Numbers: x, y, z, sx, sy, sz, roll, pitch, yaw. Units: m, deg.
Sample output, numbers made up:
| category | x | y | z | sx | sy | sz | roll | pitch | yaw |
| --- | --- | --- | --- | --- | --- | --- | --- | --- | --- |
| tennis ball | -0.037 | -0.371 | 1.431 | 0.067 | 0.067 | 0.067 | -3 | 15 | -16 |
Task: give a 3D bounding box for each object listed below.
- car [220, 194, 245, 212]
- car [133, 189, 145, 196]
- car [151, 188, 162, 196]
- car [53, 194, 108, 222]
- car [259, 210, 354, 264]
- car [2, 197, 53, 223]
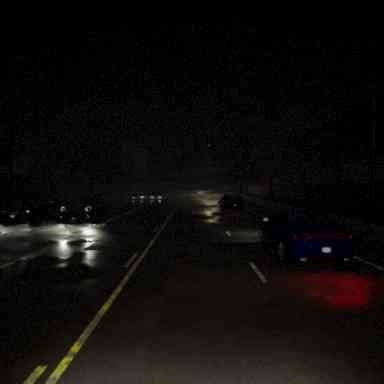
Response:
| category | x | y | z | sx | sy | sz | roll | pitch | yaw |
| --- | --- | --- | --- | --- | --- | --- | --- | --- | --- |
| car | 3.596 | 0.903 | 30.184 | 1.882 | 1.535 | 5.008 | 0 | 1 | 0 |
| car | -10.502 | 0.059 | 65.955 | 1.812 | 1.442 | 4.674 | 0 | 2 | 0 |
| car | -7.003 | 0.033 | 65.950 | 1.837 | 1.490 | 4.892 | 0 | 2 | 0 |
| car | -7.099 | 0.977 | 22.153 | 2.097 | 1.767 | 4.553 | 0 | 1 | 0 |
| car | 3.589 | 1.330 | 11.324 | 1.882 | 1.535 | 5.008 | 0 | 1 | 0 |
| car | -10.599 | 1.117 | 22.077 | 2.128 | 1.511 | 4.902 | 0 | 1 | 0 |
